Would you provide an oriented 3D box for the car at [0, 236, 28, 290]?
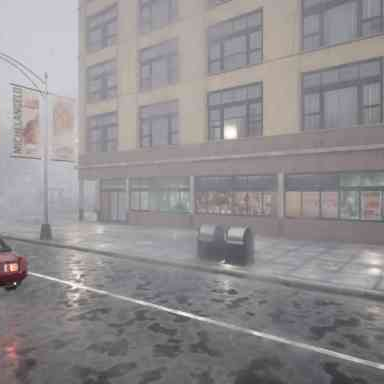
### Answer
[{"bbox_3d":[-5.678,1.601,8.136,1.895,1.301,4.718,0,0,-42],"label":"car"}]
